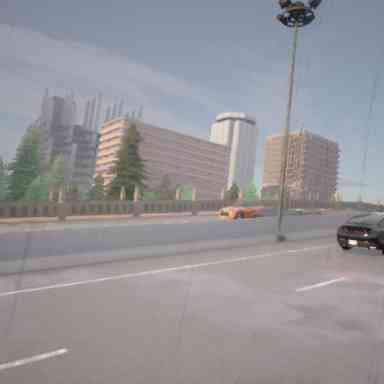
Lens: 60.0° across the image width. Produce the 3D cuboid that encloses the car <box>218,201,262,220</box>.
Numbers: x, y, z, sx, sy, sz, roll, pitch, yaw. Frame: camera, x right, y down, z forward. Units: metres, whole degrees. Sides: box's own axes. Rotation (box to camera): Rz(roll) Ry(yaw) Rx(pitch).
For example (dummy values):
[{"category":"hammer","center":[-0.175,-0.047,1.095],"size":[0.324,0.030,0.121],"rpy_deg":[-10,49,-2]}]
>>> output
[{"category":"car","center":[4.439,1.528,28.639],"size":[4.553,1.767,2.097],"rpy_deg":[0,0,-35]}]

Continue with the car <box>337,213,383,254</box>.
[{"category":"car","center":[7.904,1.631,13.675],"size":[4.892,1.490,1.837],"rpy_deg":[0,0,-35]}]

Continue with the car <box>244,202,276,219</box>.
[{"category":"car","center":[6.483,1.741,25.798],"size":[4.181,1.385,1.994],"rpy_deg":[1,0,-35]}]

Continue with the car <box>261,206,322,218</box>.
[{"category":"car","center":[7.067,1.762,21.919],"size":[4.718,1.301,1.895],"rpy_deg":[1,0,-35]}]
